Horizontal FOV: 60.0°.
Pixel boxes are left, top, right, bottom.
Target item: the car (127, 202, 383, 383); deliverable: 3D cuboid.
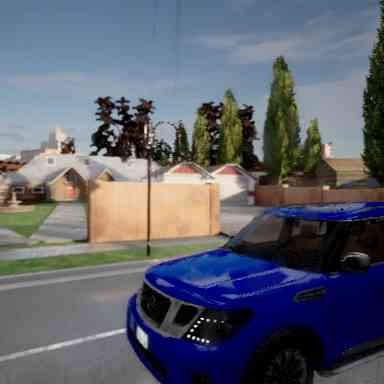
[{"bbox_3d":[1.921,1.194,4.825,5.566,2.045,2.150,0,0,-28],"label":"car"}]
